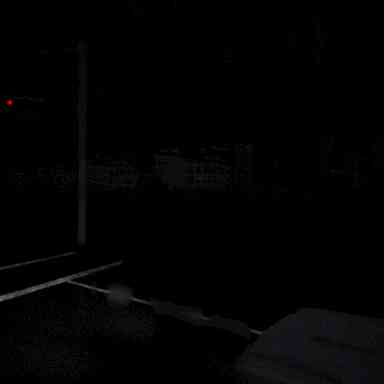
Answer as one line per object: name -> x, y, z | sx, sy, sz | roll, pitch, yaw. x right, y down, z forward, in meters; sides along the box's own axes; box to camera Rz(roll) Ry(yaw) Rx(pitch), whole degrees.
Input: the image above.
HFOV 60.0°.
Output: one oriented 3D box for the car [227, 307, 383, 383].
car -> 2.587, 1.602, 2.148 | 4.718, 1.301, 1.895 | 0, 0, 36
